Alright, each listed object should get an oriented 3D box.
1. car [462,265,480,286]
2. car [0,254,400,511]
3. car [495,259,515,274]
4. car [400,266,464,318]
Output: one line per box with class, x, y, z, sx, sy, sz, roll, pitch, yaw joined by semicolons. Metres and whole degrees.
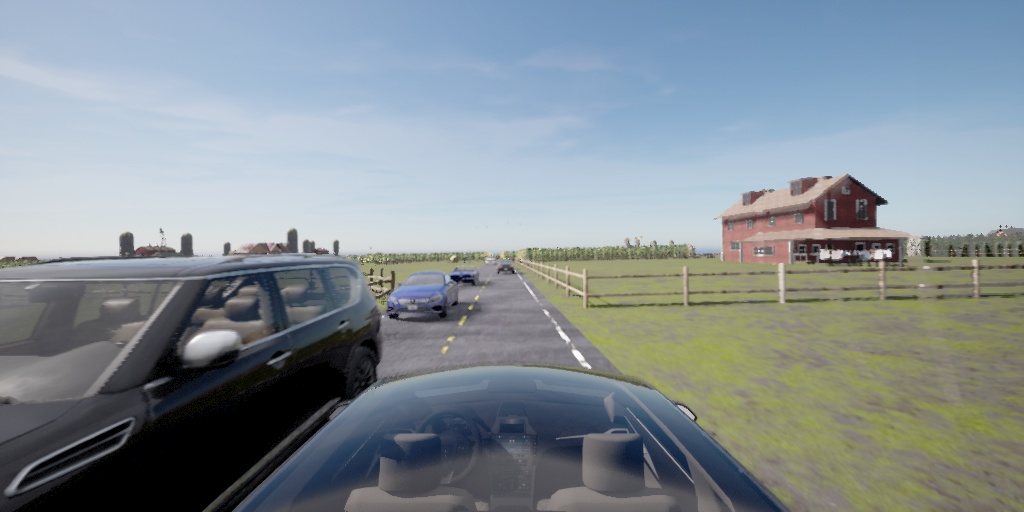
car;-3.316;1.341;25.058;1.895;1.301;4.718;-1;0;-1
car;-2.829;1.007;2.844;2.150;2.045;5.566;-1;0;-1
car;-0.702;1.197;39.805;1.812;1.442;4.674;-1;0;-1
car;-3.059;1.290;13.158;1.812;1.442;4.674;-1;0;-1
